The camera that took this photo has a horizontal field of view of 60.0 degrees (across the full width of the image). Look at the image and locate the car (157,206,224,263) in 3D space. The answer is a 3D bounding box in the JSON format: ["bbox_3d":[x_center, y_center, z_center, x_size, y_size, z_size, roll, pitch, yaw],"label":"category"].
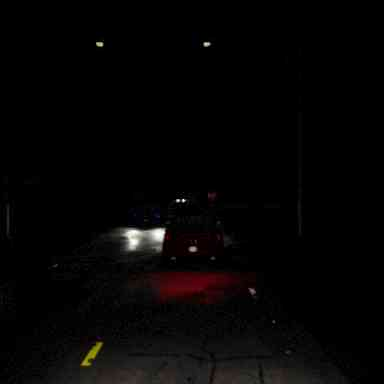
[{"bbox_3d":[0.052,1.466,11.909,1.882,1.535,5.008,0,0,1],"label":"car"}]

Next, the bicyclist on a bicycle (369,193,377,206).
[{"bbox_3d":[22.827,0.982,41.980,0.582,1.620,1.656,-1,0,0],"label":"bicyclist on a bicycle"}]

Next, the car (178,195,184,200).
[{"bbox_3d":[-3.173,1.642,95.454,1.895,1.301,4.718,0,0,0],"label":"car"}]

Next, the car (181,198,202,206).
[{"bbox_3d":[0.043,1.487,26.586,1.837,1.490,4.892,0,0,0],"label":"car"}]

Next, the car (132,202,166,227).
[{"bbox_3d":[-2.836,1.461,22.865,1.882,1.535,5.008,0,0,0],"label":"car"}]
